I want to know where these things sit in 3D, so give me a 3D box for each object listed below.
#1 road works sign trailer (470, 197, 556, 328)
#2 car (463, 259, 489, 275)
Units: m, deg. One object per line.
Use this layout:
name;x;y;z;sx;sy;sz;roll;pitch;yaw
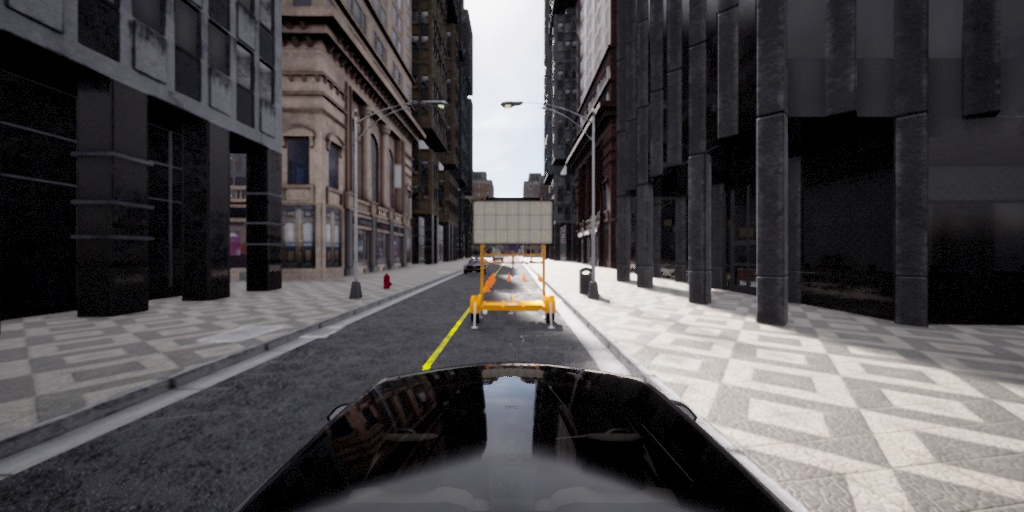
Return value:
road works sign trailer;0.028;0.074;10.728;2.380;3.560;2.880;0;0;0
car;-3.010;0.906;30.794;1.895;1.301;4.718;0;1;0
